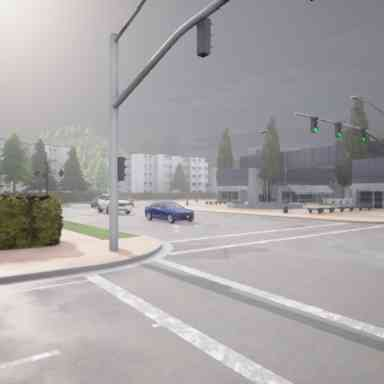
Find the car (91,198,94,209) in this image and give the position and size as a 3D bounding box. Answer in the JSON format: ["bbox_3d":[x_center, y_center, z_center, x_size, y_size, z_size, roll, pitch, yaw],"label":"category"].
[{"bbox_3d":[-12.870,1.351,46.060,2.097,1.767,4.553,0,0,-14],"label":"car"}]

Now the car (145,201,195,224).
[{"bbox_3d":[-1.792,1.474,25.376,1.882,1.535,5.008,0,0,-37],"label":"car"}]

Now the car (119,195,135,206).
[{"bbox_3d":[-10.482,1.346,53.815,2.097,1.767,4.553,0,0,-6],"label":"car"}]

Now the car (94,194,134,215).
[{"bbox_3d":[-8.094,1.219,34.323,2.150,2.045,5.566,0,0,-31],"label":"car"}]
